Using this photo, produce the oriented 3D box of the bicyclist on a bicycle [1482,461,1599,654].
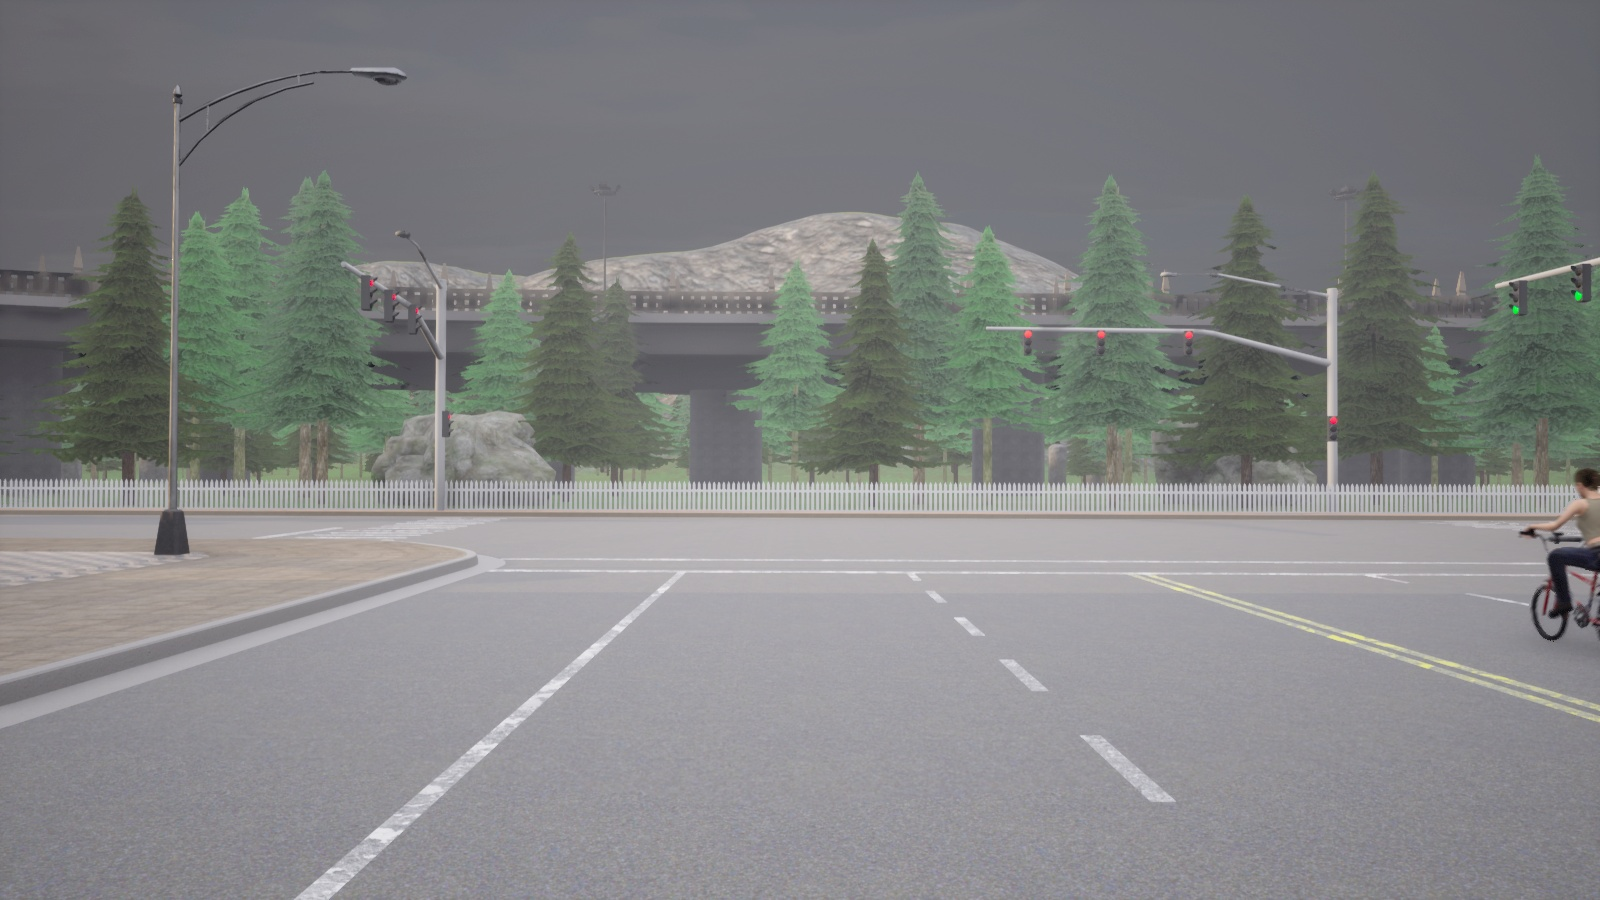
[{"bbox_3d":[6.975,0.913,11.266,0.866,1.612,1.509,0,-1,0],"label":"bicyclist on a bicycle"}]
